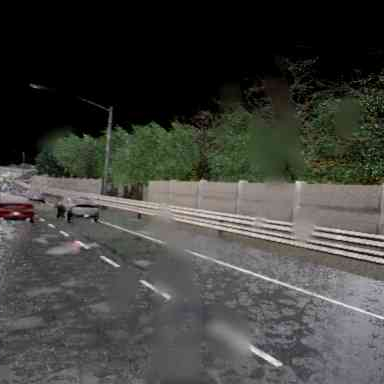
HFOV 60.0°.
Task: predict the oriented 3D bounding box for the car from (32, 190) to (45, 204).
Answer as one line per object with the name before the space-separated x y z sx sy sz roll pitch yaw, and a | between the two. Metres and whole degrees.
car | -17.394 0.451 36.354 1.994 1.385 4.181 4 0 -33

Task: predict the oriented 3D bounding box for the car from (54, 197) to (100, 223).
car | -7.283 1.060 20.876 2.128 1.511 4.902 4 0 -33

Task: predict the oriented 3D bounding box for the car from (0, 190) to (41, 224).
car | -10.062 0.827 18.563 1.882 1.535 5.008 4 0 -33
